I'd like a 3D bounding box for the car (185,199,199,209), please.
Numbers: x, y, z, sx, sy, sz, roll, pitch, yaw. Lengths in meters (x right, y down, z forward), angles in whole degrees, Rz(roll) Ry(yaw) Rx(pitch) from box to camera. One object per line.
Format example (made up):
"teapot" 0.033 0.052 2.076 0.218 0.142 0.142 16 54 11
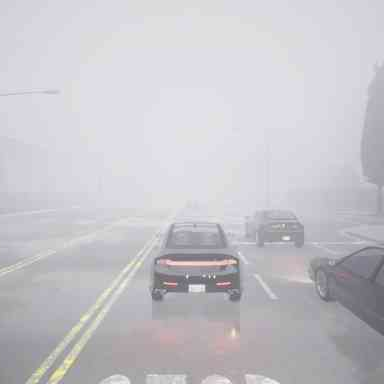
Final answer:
"car" 0.010 1.601 44.132 1.895 1.301 4.718 0 0 0

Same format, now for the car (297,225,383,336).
"car" 3.589 1.547 5.267 2.033 1.411 5.357 0 0 0

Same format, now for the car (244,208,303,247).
"car" 3.568 1.505 15.014 1.837 1.490 4.892 0 0 0

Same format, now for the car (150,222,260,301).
"car" 0.083 1.492 8.313 2.128 1.511 4.902 0 0 0
